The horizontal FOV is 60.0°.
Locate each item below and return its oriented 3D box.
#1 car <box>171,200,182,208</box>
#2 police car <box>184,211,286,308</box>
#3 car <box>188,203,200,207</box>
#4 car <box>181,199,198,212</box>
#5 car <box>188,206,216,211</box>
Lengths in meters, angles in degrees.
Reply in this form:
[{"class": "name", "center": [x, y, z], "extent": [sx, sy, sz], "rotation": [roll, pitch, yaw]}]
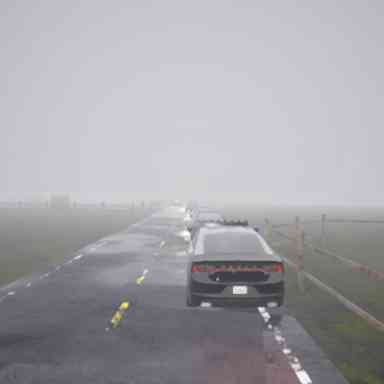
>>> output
[{"class": "car", "center": [-2.739, 2.120, 61.764], "extent": [2.033, 1.411, 5.357], "rotation": [0, -1, 0]}, {"class": "police car", "center": [0.825, 1.504, 8.302], "extent": [1.930, 1.638, 5.238], "rotation": [0, -1, 0]}, {"class": "car", "center": [0.828, 1.753, 24.191], "extent": [1.812, 1.442, 4.674], "rotation": [0, -1, 0]}, {"class": "car", "center": [0.035, 1.966, 44.760], "extent": [2.033, 1.411, 5.357], "rotation": [0, -1, 1]}, {"class": "car", "center": [0.827, 1.697, 18.191], "extent": [1.812, 1.442, 4.674], "rotation": [0, -1, 0]}]
